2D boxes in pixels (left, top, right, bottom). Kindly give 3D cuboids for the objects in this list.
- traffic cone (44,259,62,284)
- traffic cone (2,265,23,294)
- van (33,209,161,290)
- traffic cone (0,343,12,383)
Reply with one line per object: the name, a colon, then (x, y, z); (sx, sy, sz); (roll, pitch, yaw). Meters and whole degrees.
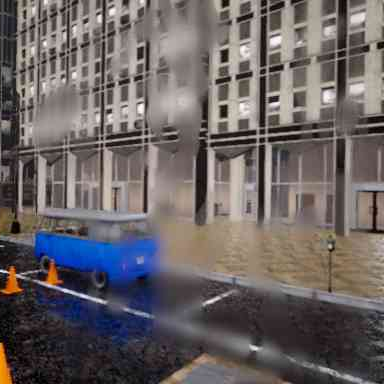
traffic cone: (-3.550, 2.008, 8.492); (0.340, 0.580, 0.340); (0, -1, 37)
traffic cone: (-4.146, 1.996, 7.690); (0.340, 0.580, 0.340); (0, -1, 37)
van: (-2.696, 1.405, 9.057); (3.998, 1.788, 1.690); (0, 0, 37)
traffic cone: (-2.132, 1.976, 3.697); (0.340, 0.580, 0.340); (0, -1, 37)
